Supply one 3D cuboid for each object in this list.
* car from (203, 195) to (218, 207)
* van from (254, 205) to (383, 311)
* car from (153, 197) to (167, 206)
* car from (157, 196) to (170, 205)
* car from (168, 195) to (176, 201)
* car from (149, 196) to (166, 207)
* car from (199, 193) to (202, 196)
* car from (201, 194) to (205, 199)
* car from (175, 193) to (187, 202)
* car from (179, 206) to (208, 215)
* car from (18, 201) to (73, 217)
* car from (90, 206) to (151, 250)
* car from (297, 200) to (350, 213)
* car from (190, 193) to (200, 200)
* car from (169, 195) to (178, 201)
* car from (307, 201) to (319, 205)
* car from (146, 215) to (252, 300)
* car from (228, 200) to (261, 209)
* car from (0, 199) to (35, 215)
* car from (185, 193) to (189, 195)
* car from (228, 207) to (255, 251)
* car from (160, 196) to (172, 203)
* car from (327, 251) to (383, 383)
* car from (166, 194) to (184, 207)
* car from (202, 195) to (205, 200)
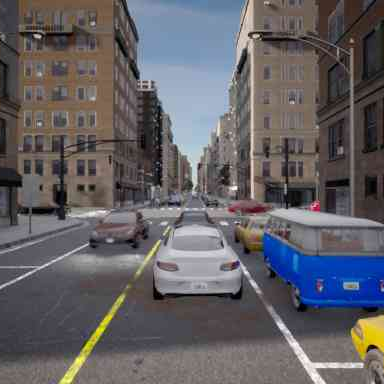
[{"bbox_3d":[3.052,1.571,50.782,1.947,1.339,4.313,1,0,1],"label":"car"},{"bbox_3d":[2.686,1.342,7.445,1.690,1.788,3.998,1,0,0],"label":"van"},{"bbox_3d":[-5.395,1.571,56.426,1.947,1.339,4.313,1,0,1],"label":"car"},{"bbox_3d":[-5.318,1.556,61.954,2.008,1.369,4.403,1,0,1],"label":"car"},{"bbox_3d":[-5.010,1.527,83.900,1.752,1.417,4.829,1,0,1],"label":"car"},{"bbox_3d":[-5.473,1.588,50.897,1.802,1.307,4.206,1,0,1],"label":"car"},{"bbox_3d":[3.594,1.549,89.493,2.008,1.369,4.403,1,0,1],"label":"car"},{"bbox_3d":[3.207,1.555,61.842,2.008,1.369,4.403,1,0,1],"label":"car"},{"bbox_3d":[-2.533,1.482,61.884,1.882,1.535,5.008,0,0,1],"label":"car"},{"bbox_3d":[0.110,1.566,15.629,1.994,1.385,4.181,0,0,0],"label":"car"},{"bbox_3d":[-12.954,1.469,29.063,4.718,1.301,1.895,0,-1,0],"label":"car"},{"bbox_3d":[-2.971,1.528,14.551,1.812,1.442,4.674,0,0,1],"label":"car"},{"bbox_3d":[15.247,1.712,38.787,5.357,1.411,2.033,0,-1,0],"label":"car"},{"bbox_3d":[0.951,1.523,91.829,1.812,1.442,4.674,0,0,1],"label":"car"},{"bbox_3d":[-4.931,1.566,89.598,1.947,1.339,4.313,1,0,1],"label":"car"},{"bbox_3d":[15.599,1.356,35.539,5.566,2.045,2.150,0,-1,0],"label":"car"},{"bbox_3d":[0.086,1.527,8.293,1.812,1.442,4.674,0,0,-1],"label":"car"},{"bbox_3d":[5.791,1.549,32.150,4.674,1.442,1.812,1,0,0],"label":"car"},{"bbox_3d":[-18.436,1.408,32.356,5.357,1.411,2.033,0,-1,0],"label":"car"},{"bbox_3d":[-2.326,1.359,72.011,2.097,1.767,4.553,0,0,1],"label":"car"},{"bbox_3d":[2.692,1.527,13.288,1.752,1.417,4.829,1,0,0],"label":"car"},{"bbox_3d":[-5.240,1.549,67.483,1.887,1.381,4.507,1,0,1],"label":"car"},{"bbox_3d":[2.678,1.526,1.941,1.752,1.417,4.829,1,0,0],"label":"car"},{"bbox_3d":[-2.693,1.483,52.224,1.882,1.535,5.008,0,0,1],"label":"car"},{"bbox_3d":[3.130,1.549,56.312,1.887,1.381,4.507,1,0,1],"label":"car"}]
